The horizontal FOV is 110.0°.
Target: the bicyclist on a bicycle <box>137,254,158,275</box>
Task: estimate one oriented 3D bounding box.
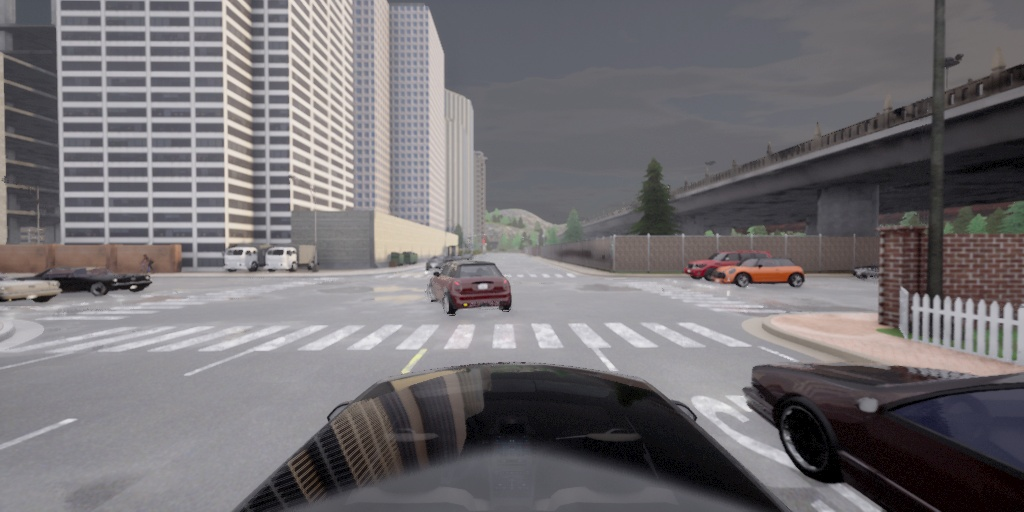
[{"bbox_3d":[-29.295,0.674,28.799,0.582,1.620,1.656,0,1,0],"label":"bicyclist on a bicycle"}]

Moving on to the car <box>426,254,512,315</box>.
[{"bbox_3d":[-1.709,0.944,13.074,2.097,1.767,4.553,-1,1,-22],"label":"car"}]

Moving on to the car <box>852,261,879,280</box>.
[{"bbox_3d":[26.173,0.931,24.499,4.902,1.511,2.128,0,1,0],"label":"car"}]

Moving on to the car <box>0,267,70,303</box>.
[{"bbox_3d":[-20.160,1.220,13.401,4.718,1.301,1.895,0,1,-1],"label":"car"}]

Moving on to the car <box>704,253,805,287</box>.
[{"bbox_3d":[14.203,0.850,20.892,4.553,1.767,2.097,0,1,0],"label":"car"}]

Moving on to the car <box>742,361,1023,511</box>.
[{"bbox_3d":[3.459,1.300,1.545,2.033,1.411,5.357,0,1,1],"label":"car"}]

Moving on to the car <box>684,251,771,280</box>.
[{"bbox_3d":[14.782,0.664,24.395,5.566,2.045,2.150,0,1,0],"label":"car"}]

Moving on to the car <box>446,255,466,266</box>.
[{"bbox_3d":[-7.565,0.597,48.844,1.895,1.301,4.718,0,1,-1],"label":"car"}]

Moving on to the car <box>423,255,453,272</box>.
[{"bbox_3d":[-7.442,0.685,36.501,2.128,1.511,4.902,0,1,-1],"label":"car"}]

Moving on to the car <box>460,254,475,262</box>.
[{"bbox_3d":[-7.647,0.327,62.342,2.033,1.411,5.357,0,1,0],"label":"car"}]

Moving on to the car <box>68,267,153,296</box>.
[{"bbox_3d":[-20.062,1.164,16.902,4.718,1.301,1.895,0,1,-1],"label":"car"}]
